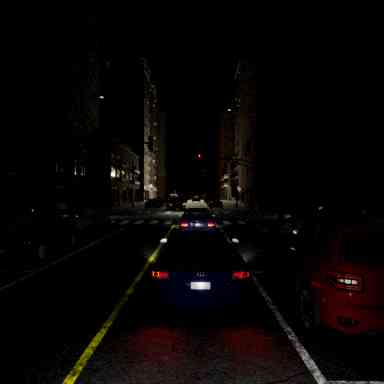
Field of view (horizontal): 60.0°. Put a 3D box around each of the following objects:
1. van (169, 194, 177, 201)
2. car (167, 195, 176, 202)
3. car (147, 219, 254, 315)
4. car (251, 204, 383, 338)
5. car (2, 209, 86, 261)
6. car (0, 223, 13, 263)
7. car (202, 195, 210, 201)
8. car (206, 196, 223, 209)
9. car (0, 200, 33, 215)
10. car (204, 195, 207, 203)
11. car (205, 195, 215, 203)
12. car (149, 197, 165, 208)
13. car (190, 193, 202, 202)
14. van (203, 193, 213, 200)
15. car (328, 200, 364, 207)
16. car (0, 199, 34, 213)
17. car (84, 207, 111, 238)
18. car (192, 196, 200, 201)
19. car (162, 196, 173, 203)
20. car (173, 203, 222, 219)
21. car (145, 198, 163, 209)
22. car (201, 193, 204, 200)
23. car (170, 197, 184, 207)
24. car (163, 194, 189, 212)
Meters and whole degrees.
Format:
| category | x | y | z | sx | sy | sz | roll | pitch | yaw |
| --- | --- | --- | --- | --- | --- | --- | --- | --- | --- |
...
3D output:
| category | x | y | z | sx | sy | sz | roll | pitch | yaw |
| --- | --- | --- | --- | --- | --- | --- | --- | --- | --- |
| van | -4.775 | 1.371 | 84.643 | 1.690 | 1.788 | 3.998 | 1 | 0 | 1 |
| car | -4.848 | 1.466 | 78.970 | 1.967 | 1.590 | 4.097 | 1 | 0 | 1 |
| car | 0.176 | 1.566 | 7.678 | 1.994 | 1.385 | 4.181 | 0 | 0 | 1 |
| car | 2.754 | 1.316 | 6.552 | 2.192 | 1.841 | 5.009 | 1 | 0 | 1 |
| car | -5.702 | 1.547 | 12.294 | 1.887 | 1.381 | 4.507 | 1 | 0 | 1 |
| car | -5.776 | 1.526 | 6.500 | 1.752 | 1.417 | 4.829 | 1 | 0 | 1 |
| car | 3.820 | 1.599 | 90.201 | 1.947 | 1.339 | 4.313 | 1 | 0 | 1 |
| car | 3.240 | 1.593 | 44.818 | 1.802 | 1.307 | 4.206 | 1 | 0 | 1 |
| car | -18.229 | 1.465 | 32.355 | 4.718 | 1.301 | 1.895 | 1 | -1 | 3 |
| car | 3.385 | 1.597 | 56.164 | 1.802 | 1.307 | 4.206 | 1 | 0 | 1 |
| car | 3.313 | 1.595 | 50.491 | 1.802 | 1.307 | 4.206 | 1 | 0 | 1 |
| car | -5.212 | 1.557 | 50.609 | 1.887 | 1.381 | 4.507 | 1 | 0 | 1 |
| car | 0.953 | 1.564 | 74.194 | 2.033 | 1.411 | 5.357 | 0 | 0 | 1 |
| van | 3.460 | 1.358 | 61.837 | 1.690 | 1.788 | 3.998 | 1 | 0 | 1 |
| car | 13.991 | 1.503 | 31.884 | 4.553 | 1.767 | 2.097 | 0 | -1 | 1 |
| car | -16.422 | 1.341 | 29.240 | 4.902 | 1.511 | 2.128 | 1 | -1 | 1 |
| car | -5.632 | 1.529 | 17.748 | 1.752 | 1.417 | 4.829 | 1 | 0 | 1 |
| car | 1.078 | 1.626 | 84.893 | 1.895 | 1.301 | 4.718 | 0 | 0 | 1 |
| car | -4.994 | 1.601 | 67.626 | 1.802 | 1.307 | 4.206 | 1 | 0 | 1 |
| car | 0.270 | 1.552 | 17.741 | 2.033 | 1.411 | 5.357 | 0 | 0 | 0 |
| car | -5.284 | 1.555 | 44.936 | 1.887 | 1.381 | 4.507 | 1 | 0 | 1 |
| car | 3.533 | 1.335 | 67.510 | 2.192 | 1.841 | 5.009 | 1 | 0 | 1 |
| car | -2.414 | 1.561 | 53.934 | 2.033 | 1.411 | 5.357 | 0 | 0 | 1 |
| car | -1.950 | 1.362 | 39.314 | 2.097 | 1.767 | 4.553 | 0 | 0 | -9 |
